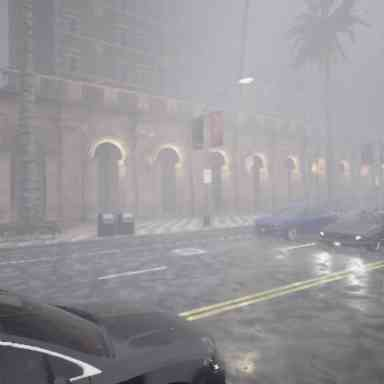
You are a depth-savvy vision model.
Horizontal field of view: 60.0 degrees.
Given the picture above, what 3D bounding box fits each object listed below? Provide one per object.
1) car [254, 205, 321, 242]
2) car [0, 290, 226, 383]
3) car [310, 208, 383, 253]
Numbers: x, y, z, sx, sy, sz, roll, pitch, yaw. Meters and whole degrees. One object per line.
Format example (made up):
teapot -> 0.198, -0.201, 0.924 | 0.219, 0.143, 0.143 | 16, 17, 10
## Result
car -> 5.189, 1.403, 16.288 | 5.008, 1.535, 1.882 | 0, 0, -35
car -> -1.932, 1.507, 2.374 | 4.892, 1.490, 1.837 | 0, 0, -35
car -> 7.419, 1.472, 13.580 | 5.357, 1.411, 2.033 | 0, 0, -35
